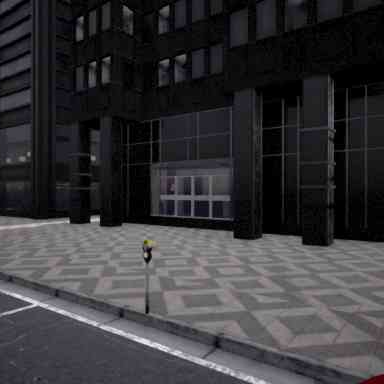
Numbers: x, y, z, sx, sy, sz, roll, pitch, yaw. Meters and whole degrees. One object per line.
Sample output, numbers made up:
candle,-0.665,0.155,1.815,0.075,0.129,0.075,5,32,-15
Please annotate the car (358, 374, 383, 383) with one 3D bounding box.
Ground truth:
car,2.762,1.545,0.989,4.507,1.381,1.887,0,0,36
